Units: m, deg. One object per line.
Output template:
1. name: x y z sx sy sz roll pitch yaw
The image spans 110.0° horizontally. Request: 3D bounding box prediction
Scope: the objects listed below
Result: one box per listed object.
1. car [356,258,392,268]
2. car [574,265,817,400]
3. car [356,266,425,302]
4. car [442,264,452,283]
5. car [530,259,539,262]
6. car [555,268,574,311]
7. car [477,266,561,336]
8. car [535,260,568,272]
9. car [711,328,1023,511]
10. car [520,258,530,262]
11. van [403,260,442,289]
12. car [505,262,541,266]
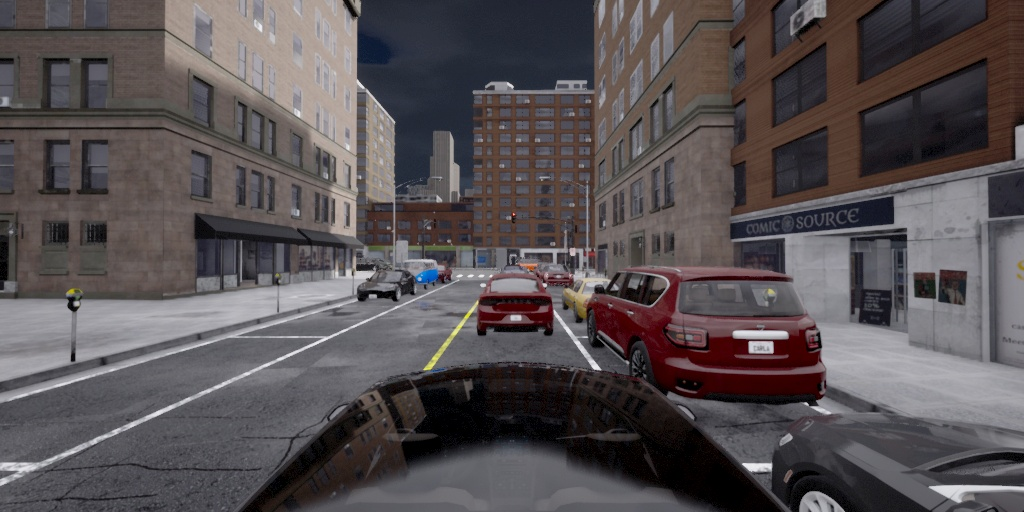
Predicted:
1. car: -16.840 1.128 41.103 4.892 1.490 1.837 1 -1 0
2. car: 2.675 1.067 6.246 2.192 1.841 5.009 0 0 0
3. car: -5.838 1.329 17.224 1.948 1.339 4.313 0 0 0
4. car: -5.825 1.323 28.188 1.888 1.381 4.507 0 0 0
5. car: 2.701 1.217 28.177 1.967 1.591 4.097 0 0 0
6. car: 2.681 1.283 11.899 1.751 1.417 4.829 0 0 0
7. car: 0.059 1.234 10.492 1.882 1.535 5.008 0 0 -1
8. car: 2.694 1.210 22.695 1.967 1.591 4.097 0 0 0
9. car: 2.668 1.300 0.765 2.007 1.370 4.403 0 0 0
10. car: 2.726 1.122 40.961 4.553 1.767 2.097 0 -1 0
11. van: -5.831 1.111 22.706 1.690 1.789 3.998 0 0 0
12. car: 0.118 1.256 18.061 2.128 1.511 4.902 0 0 0
